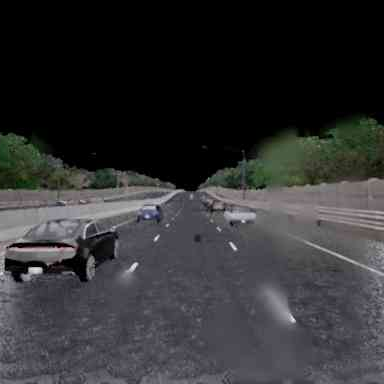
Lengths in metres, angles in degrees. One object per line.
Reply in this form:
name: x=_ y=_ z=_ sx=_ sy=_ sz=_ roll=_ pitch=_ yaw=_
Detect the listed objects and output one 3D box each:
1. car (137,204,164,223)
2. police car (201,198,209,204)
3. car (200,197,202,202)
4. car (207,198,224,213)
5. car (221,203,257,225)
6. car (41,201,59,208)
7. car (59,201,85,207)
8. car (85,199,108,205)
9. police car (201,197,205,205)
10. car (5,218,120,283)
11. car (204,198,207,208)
car: x=-3.435 y=1.737 z=27.797 sx=1.812 sy=1.442 sz=4.674 roll=0 pitch=-1 yaw=0
police car: x=3.388 y=2.367 z=88.628 sx=2.038 sy=1.542 sz=4.974 roll=0 pitch=0 yaw=0
car: x=3.402 y=2.287 z=77.630 sx=1.837 sy=1.490 sz=4.892 roll=0 pitch=-1 yaw=0
car: x=3.444 y=1.875 z=44.625 sx=2.033 sy=1.649 sz=4.856 roll=0 pitch=-1 yaw=0
car: x=3.568 y=1.777 z=25.278 sx=1.895 sy=1.301 sz=4.718 roll=0 pitch=-1 yaw=0
car: x=-21.121 y=2.073 z=50.972 sx=2.033 sy=1.411 sz=5.357 roll=0 pitch=-1 yaw=1
car: x=-17.629 y=2.063 z=50.224 sx=2.033 sy=1.411 sz=5.357 roll=0 pitch=-1 yaw=0
car: x=-14.133 y=1.874 z=50.676 sx=2.097 sy=1.767 sz=4.553 roll=0 pitch=-1 yaw=0
police car: x=3.416 y=2.110 z=66.738 sx=1.930 sy=1.638 sz=5.238 roll=0 pitch=-1 yaw=0
car: x=-3.412 y=1.506 z=9.667 sx=2.128 sy=1.511 sz=4.902 roll=0 pitch=0 yaw=0
car: x=3.430 y=2.103 z=55.625 sx=1.812 sy=1.442 sz=4.674 roll=0 pitch=-1 yaw=0
